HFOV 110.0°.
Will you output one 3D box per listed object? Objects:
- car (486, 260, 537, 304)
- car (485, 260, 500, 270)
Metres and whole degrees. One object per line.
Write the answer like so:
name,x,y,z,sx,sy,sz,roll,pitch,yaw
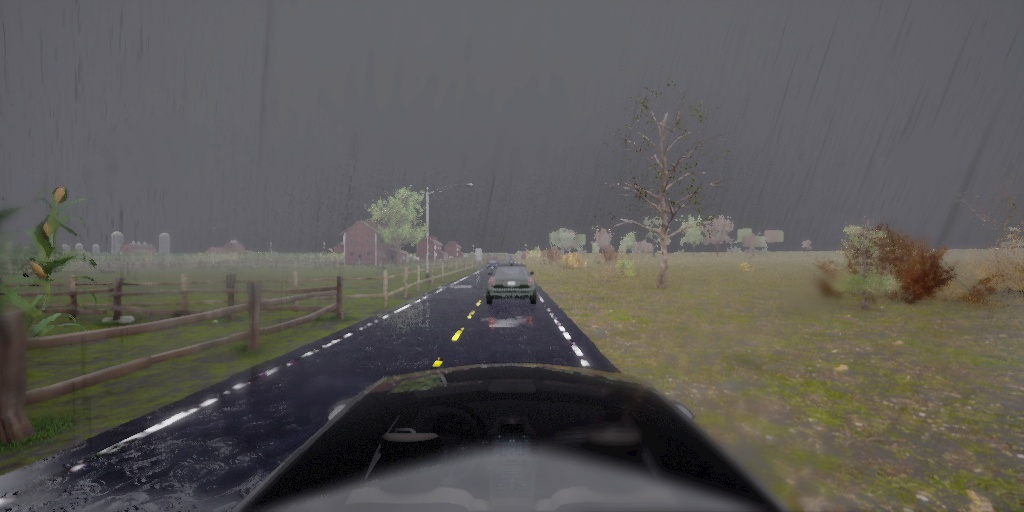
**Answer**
car,-0.029,1.114,16.475,2.097,1.767,4.553,0,0,0
car,-2.915,1.316,55.496,2.033,1.411,5.357,0,0,0
